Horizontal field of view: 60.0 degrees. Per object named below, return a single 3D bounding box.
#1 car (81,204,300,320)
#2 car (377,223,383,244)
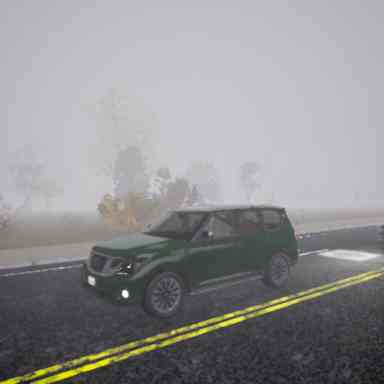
[{"bbox_3d":[0.285,1.342,8.001,5.566,2.045,2.150,0,-1,-38],"label":"car"},{"bbox_3d":[10.674,1.689,15.924,4.902,1.511,2.128,0,-1,-37],"label":"car"}]
